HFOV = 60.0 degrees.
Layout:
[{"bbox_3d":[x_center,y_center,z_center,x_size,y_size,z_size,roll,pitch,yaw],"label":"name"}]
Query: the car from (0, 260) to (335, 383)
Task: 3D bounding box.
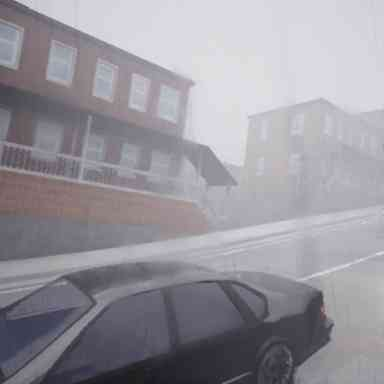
[{"bbox_3d":[-0.701,1.539,3.495,5.357,1.411,2.033,0,0,-36],"label":"car"}]
